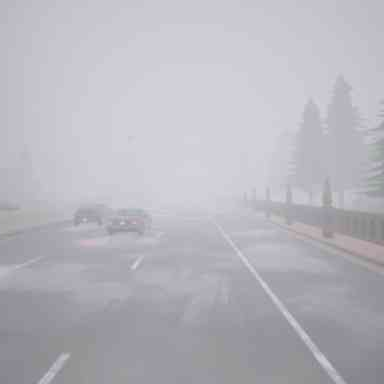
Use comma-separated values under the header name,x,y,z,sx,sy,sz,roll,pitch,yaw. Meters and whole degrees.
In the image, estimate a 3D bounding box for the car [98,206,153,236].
name,x,y,z,sx,sy,sz,roll,pitch,yaw
car,-3.397,1.576,18.759,2.033,1.411,5.357,0,0,0

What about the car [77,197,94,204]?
name,x,y,z,sx,sy,sz,roll,pitch,yaw
car,-21.099,1.696,65.847,1.895,1.301,4.718,0,0,-1

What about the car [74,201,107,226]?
name,x,y,z,sx,sy,sz,roll,pitch,yaw
car,-6.893,1.542,23.796,1.837,1.490,4.892,0,0,0

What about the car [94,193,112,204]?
name,x,y,z,sx,sy,sz,roll,pitch,yaw
car,-17.619,1.320,66.228,2.150,2.045,5.566,0,0,-1

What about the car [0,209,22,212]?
name,x,y,z,sx,sy,sz,roll,pitch,yaw
car,-14.085,1.602,24.425,1.994,1.385,4.181,0,0,0
